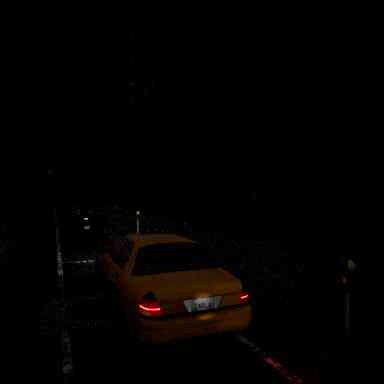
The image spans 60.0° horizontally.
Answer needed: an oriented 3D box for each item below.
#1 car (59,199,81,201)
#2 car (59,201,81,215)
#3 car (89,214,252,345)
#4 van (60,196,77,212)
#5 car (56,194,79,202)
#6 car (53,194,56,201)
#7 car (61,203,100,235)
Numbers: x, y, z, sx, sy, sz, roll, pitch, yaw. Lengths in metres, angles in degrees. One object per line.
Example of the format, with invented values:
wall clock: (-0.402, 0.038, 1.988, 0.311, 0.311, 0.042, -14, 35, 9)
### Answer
car: (-10.334, 1.566, 28.904, 1.947, 1.339, 4.313, 0, 0, -23)
car: (-8.219, 1.551, 23.802, 2.008, 1.369, 4.403, 0, 0, -23)
car: (-0.838, 1.457, 6.757, 1.801, 1.575, 5.366, 0, 0, -23)
van: (-14.565, 1.342, 39.110, 1.690, 1.788, 3.998, 0, 0, -23)
car: (-12.449, 1.316, 34.007, 2.192, 1.841, 5.009, 0, 0, -23)
car: (-31.636, 1.468, 79.545, 1.967, 1.590, 4.097, 0, 0, -24)
car: (-6.104, 1.551, 18.699, 2.008, 1.369, 4.403, 0, 0, -23)
